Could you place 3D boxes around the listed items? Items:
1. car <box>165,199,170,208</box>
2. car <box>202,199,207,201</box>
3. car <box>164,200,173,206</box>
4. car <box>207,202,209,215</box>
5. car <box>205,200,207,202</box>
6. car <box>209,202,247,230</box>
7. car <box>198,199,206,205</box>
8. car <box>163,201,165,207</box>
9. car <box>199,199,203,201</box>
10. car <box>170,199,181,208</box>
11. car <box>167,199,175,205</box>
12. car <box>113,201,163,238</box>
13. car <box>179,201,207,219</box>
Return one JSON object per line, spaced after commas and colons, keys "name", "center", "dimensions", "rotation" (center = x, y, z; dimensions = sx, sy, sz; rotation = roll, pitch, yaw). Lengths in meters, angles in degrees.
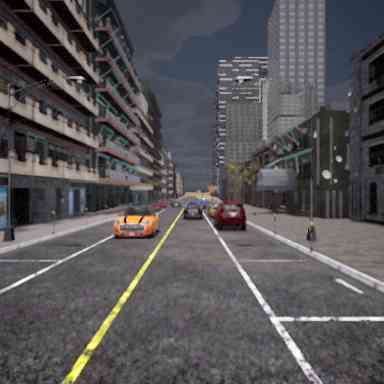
{"name": "car", "center": [-5.677, 2.326, 62.800], "dimensions": [1.887, 1.381, 4.507], "rotation": [-1, -1, 0]}
{"name": "car", "center": [2.702, 2.299, 57.261], "dimensions": [1.802, 1.307, 4.206], "rotation": [-1, -1, 0]}
{"name": "car", "center": [-5.669, 2.563, 79.539], "dimensions": [1.802, 1.307, 4.206], "rotation": [-1, -1, 0]}
{"name": "car", "center": [2.682, 1.970, 35.114], "dimensions": [1.752, 1.417, 4.829], "rotation": [-1, -1, 0]}
{"name": "car", "center": [2.698, 2.063, 40.522], "dimensions": [2.008, 1.369, 4.403], "rotation": [-1, -1, 0]}
{"name": "car", "center": [2.649, 1.619, 23.788], "dimensions": [2.192, 1.841, 5.009], "rotation": [-1, -1, 0]}
{"name": "car", "center": [2.716, 2.659, 90.739], "dimensions": [1.887, 1.381, 4.507], "rotation": [-1, -1, 0]}
{"name": "car", "center": [-5.681, 2.229, 51.640], "dimensions": [1.802, 1.307, 4.206], "rotation": [-1, -1, 0]}
{"name": "car", "center": [0.080, 2.030, 43.854], "dimensions": [1.882, 1.535, 5.008], "rotation": [0, -1, 0]}
{"name": "car", "center": [-2.973, 2.309, 64.975], "dimensions": [2.128, 1.511, 4.902], "rotation": [0, -1, 0]}
{"name": "car", "center": [-5.665, 2.664, 90.701], "dimensions": [2.008, 1.369, 4.403], "rotation": [-1, -1, 0]}
{"name": "car", "center": [-3.092, 1.598, 19.323], "dimensions": [2.097, 1.767, 4.553], "rotation": [0, -1, 0]}
{"name": "car", "center": [0.100, 1.914, 33.371], "dimensions": [2.128, 1.511, 4.902], "rotation": [0, -1, 0]}
